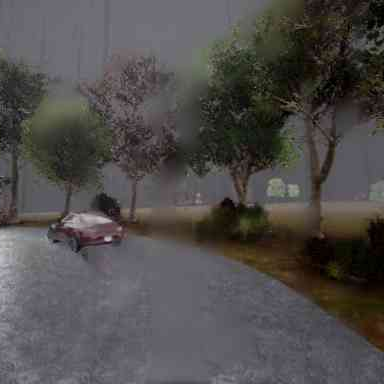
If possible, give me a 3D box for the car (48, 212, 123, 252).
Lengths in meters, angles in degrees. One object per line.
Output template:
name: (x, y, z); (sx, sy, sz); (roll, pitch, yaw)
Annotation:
car: (-4.528, 1.552, 14.024); (1.812, 1.442, 4.674); (0, 0, -39)
